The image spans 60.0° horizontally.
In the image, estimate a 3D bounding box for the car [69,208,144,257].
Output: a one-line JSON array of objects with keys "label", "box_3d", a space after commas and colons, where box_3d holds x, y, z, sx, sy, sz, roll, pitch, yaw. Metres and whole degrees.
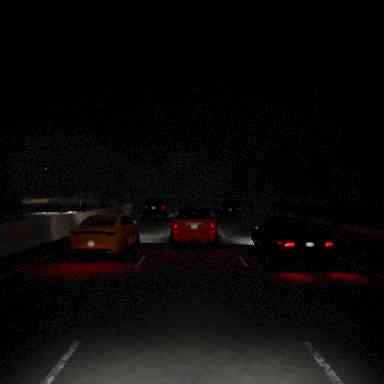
[{"label": "car", "box_3d": [-3.401, 1.621, 13.687, 1.882, 1.535, 5.008, 0, -1, 0]}]

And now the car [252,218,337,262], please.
[{"label": "car", "box_3d": [3.600, 1.680, 12.669, 2.033, 1.411, 5.357, 0, -1, 0]}]

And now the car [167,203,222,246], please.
[{"label": "car", "box_3d": [0.099, 1.523, 16.302, 2.097, 1.767, 4.553, 0, -1, 0]}]

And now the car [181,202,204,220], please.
[{"label": "car", "box_3d": [-0.054, 1.837, 33.196, 2.128, 1.511, 4.902, 0, -1, -2]}]

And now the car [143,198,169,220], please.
[{"label": "car", "box_3d": [-3.504, 1.559, 32.356, 2.150, 2.045, 5.566, 0, -1, -2]}]

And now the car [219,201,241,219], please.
[{"label": "car", "box_3d": [3.451, 1.695, 32.917, 2.097, 1.767, 4.553, 0, -1, -2]}]
